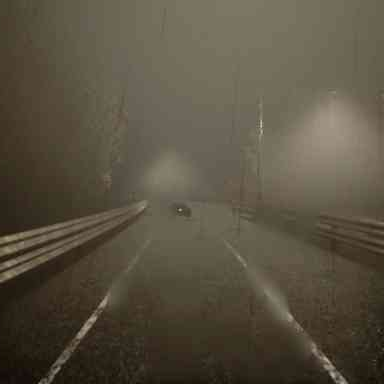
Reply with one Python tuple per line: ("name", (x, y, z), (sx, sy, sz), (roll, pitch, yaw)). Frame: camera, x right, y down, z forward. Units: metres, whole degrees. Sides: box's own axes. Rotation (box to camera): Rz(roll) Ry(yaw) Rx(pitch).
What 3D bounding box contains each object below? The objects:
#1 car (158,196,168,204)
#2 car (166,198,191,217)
("car", (-5.596, 1.532, 65.077), (1.837, 1.490, 4.892), (0, 0, -10))
("car", (-1.231, 1.580, 31.889), (1.994, 1.385, 4.181), (0, 0, -5))
